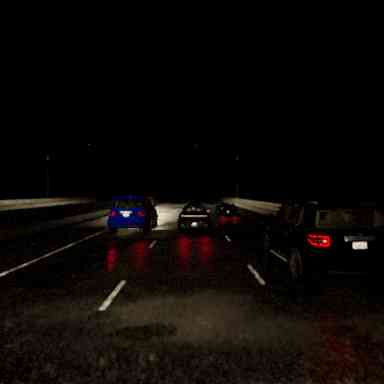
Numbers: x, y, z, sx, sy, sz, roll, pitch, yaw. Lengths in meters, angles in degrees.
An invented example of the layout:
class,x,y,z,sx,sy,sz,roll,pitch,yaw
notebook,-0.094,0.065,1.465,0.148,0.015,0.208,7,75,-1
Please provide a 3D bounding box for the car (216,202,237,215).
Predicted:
class,x,y,z,sx,sy,sz,roll,pitch,yaw
car,3.656,1.712,35.916,1.895,1.301,4.718,0,0,0

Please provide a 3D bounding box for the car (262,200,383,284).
class,x,y,z,sx,sy,sz,roll,pitch,yaw
car,3.616,1.253,9.834,2.150,2.045,5.566,0,0,0

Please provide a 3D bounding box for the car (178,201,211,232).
class,x,y,z,sx,sy,sz,roll,pitch,yaw
car,0.131,1.557,20.776,2.128,1.511,4.902,0,0,0

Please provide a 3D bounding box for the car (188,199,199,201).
class,x,y,z,sx,sy,sz,roll,pitch,yaw
car,0.160,1.625,38.992,1.837,1.490,4.892,0,0,0

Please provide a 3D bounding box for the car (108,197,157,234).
class,x,y,z,sx,sy,sz,roll,pitch,yaw
car,-3.370,1.283,19.714,2.150,2.045,5.566,0,0,0
